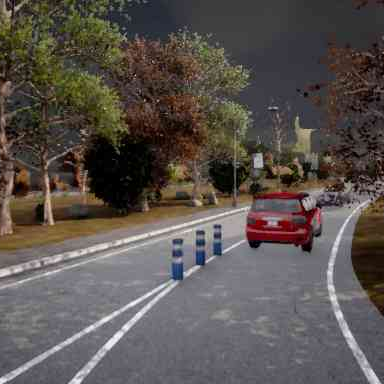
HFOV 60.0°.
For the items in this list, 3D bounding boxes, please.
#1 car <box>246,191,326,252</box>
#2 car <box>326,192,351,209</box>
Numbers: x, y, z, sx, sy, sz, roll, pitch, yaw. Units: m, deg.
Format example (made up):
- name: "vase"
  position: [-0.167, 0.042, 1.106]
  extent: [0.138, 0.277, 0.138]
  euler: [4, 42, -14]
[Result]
- name: "car"
  position: [3.798, 1.003, 13.172]
  extent: [2.150, 2.045, 5.566]
  euler: [0, 2, 26]
- name: "car"
  position: [11.100, 0.482, 26.016]
  extent: [2.033, 1.411, 5.357]
  euler: [-1, 3, 33]
